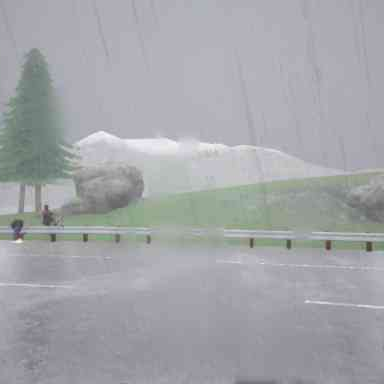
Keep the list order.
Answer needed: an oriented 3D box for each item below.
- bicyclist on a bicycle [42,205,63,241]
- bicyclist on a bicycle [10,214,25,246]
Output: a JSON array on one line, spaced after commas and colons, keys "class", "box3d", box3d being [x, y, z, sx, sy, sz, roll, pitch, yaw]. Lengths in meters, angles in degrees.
[{"class": "bicyclist on a bicycle", "box3d": [-6.486, 1.329, 15.311, 0.582, 1.620, 1.656, -3, -42, -52]}, {"class": "bicyclist on a bicycle", "box3d": [-7.679, 1.727, 14.679, 0.582, 1.656, 1.620, 3, 1, -17]}]
